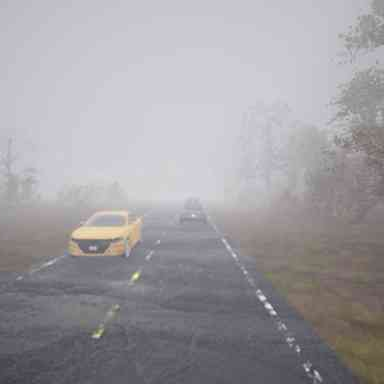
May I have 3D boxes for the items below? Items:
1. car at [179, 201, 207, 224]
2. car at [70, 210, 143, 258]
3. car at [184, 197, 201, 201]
[{"bbox_3d":[0.091,1.580,24.735,1.994,1.385,4.181,0,0,0],"label":"car"},{"bbox_3d":[-3.106,1.486,12.930,1.882,1.535,5.008,0,0,0],"label":"car"},{"bbox_3d":[0.086,1.380,42.285,2.097,1.767,4.553,0,0,0],"label":"car"}]
